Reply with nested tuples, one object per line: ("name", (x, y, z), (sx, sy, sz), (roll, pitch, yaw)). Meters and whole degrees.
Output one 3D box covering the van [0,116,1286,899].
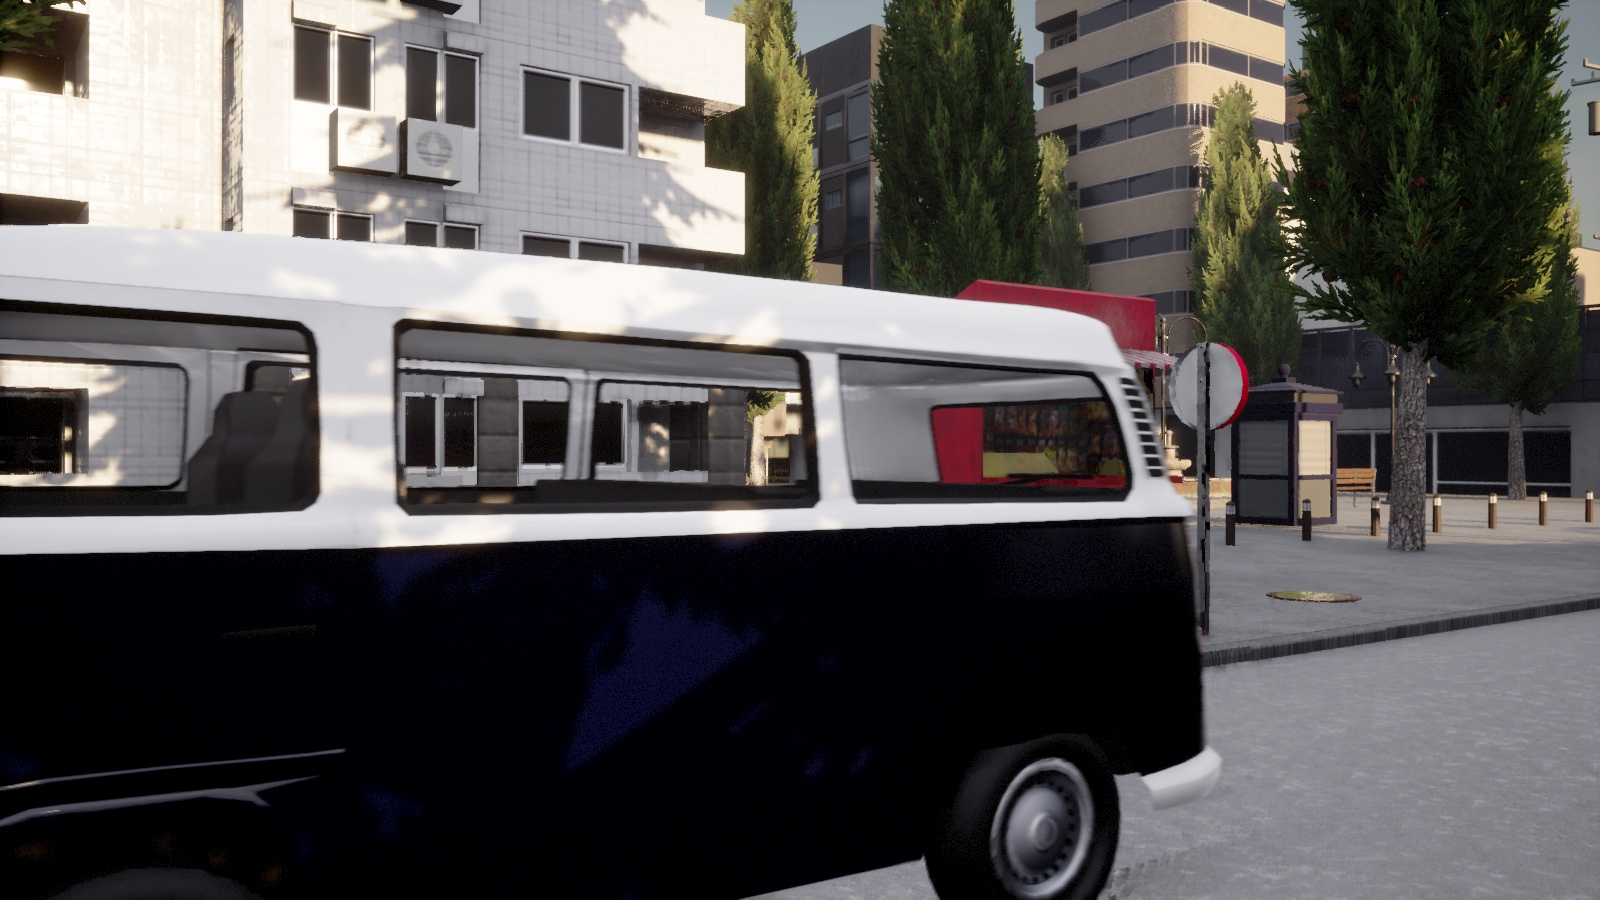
("van", (-0.841, 0.485, 3.684), (4.480, 2.038, 2.069), (1, -1, -35))
